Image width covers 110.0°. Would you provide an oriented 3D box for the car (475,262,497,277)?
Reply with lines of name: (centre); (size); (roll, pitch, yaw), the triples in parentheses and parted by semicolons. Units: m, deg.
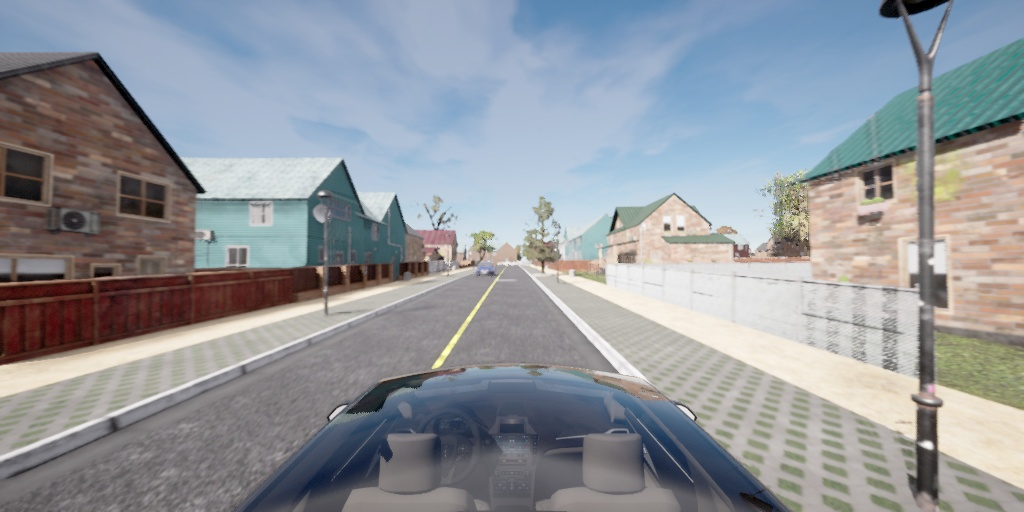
car: (-2.724, 1.392, 38.028); (1.812, 1.442, 4.674); (0, 0, 0)
